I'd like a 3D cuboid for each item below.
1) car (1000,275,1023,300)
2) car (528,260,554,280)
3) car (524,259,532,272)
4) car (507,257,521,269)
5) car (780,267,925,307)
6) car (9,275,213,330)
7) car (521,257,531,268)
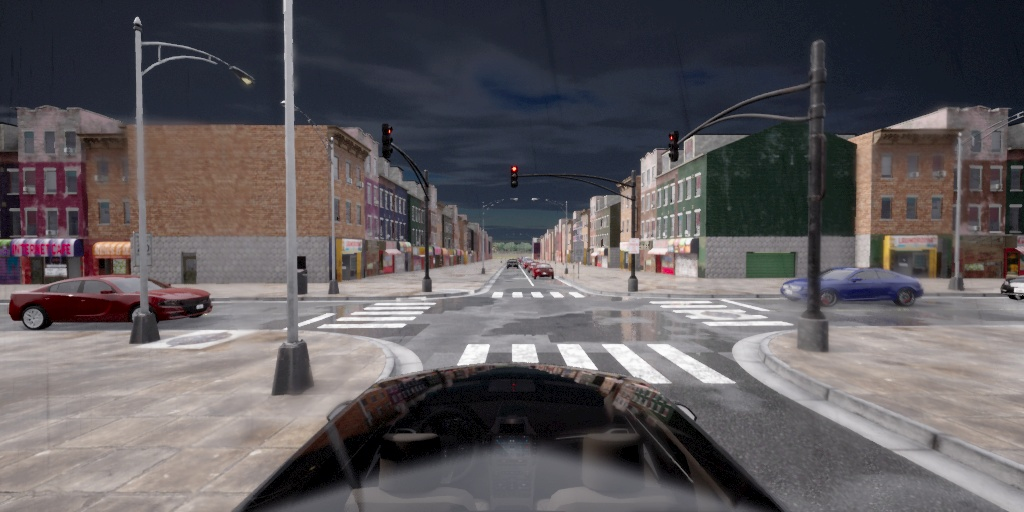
[{"bbox_3d":[22.459,1.087,14.088,4.902,1.511,2.128,0,1,0],"label":"car"},{"bbox_3d":[2.694,1.292,31.681,1.888,1.381,4.507,0,0,0],"label":"car"},{"bbox_3d":[2.716,1.329,42.746,1.802,1.307,4.207,0,0,0],"label":"car"},{"bbox_3d":[0.106,1.253,56.428,1.837,1.490,4.892,0,0,0],"label":"car"},{"bbox_3d":[13.298,1.160,14.130,4.674,1.442,1.812,0,1,1],"label":"car"},{"bbox_3d":[-12.310,1.338,11.226,5.008,1.535,1.882,0,1,-1],"label":"car"},{"bbox_3d":[2.737,1.293,53.811,1.888,1.381,4.507,0,0,0],"label":"car"}]
